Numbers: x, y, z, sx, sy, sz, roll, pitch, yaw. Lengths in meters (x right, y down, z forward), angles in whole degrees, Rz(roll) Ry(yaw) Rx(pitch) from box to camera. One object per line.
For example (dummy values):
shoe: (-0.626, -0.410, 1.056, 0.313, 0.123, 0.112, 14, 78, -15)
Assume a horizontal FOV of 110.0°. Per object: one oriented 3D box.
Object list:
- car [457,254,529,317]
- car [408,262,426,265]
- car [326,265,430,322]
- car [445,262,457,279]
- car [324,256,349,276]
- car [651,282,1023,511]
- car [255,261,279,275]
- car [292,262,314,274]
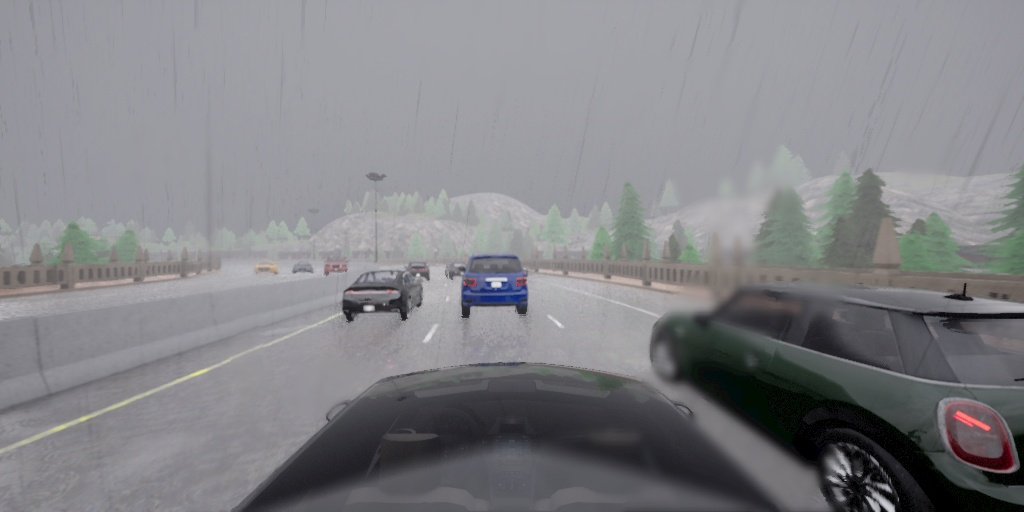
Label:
car: (-0.772, 0.934, 13.312, 2.150, 2.045, 5.566, 0, 0, -7)
car: (-7.985, 1.215, 30.133, 1.837, 1.490, 4.892, 0, 0, -17)
car: (-4.216, 1.224, 12.315, 2.128, 1.511, 4.902, 0, 0, -6)
car: (-4.688, 1.214, 31.191, 1.812, 1.442, 4.674, 0, 0, -17)
car: (-18.693, 0.994, 38.301, 2.150, 2.045, 5.566, 0, 0, -24)
car: (3.390, 1.078, 4.135, 2.097, 1.767, 4.553, 0, 0, -1)
car: (-27.527, 1.319, 40.442, 1.882, 1.535, 5.008, 0, 0, -28)
car: (-24.237, 1.378, 41.680, 1.994, 1.385, 4.181, 0, 0, -28)
